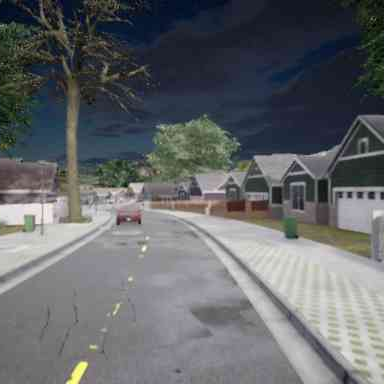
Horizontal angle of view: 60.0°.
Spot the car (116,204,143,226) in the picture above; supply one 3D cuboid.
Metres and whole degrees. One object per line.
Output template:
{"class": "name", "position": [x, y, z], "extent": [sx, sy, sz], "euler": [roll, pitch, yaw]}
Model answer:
{"class": "car", "position": [-4.958, 1.773, 26.672], "extent": [1.882, 1.535, 5.008], "euler": [0, -1, -8]}
